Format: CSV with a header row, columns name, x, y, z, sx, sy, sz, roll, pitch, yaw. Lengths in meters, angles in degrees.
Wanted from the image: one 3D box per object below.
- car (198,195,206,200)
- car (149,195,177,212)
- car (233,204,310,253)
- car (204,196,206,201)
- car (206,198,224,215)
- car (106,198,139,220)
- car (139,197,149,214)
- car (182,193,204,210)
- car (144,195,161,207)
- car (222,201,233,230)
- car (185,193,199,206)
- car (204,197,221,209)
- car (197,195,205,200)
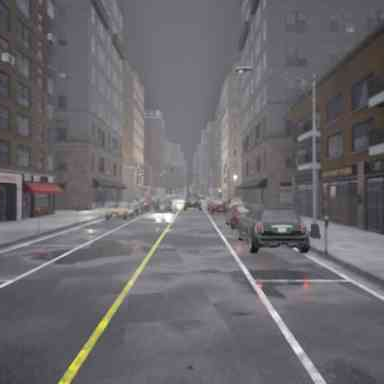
name,x,y,z,sx,sy,sz,roll,pitch,yaw
car,2.583,1.416,87.960,1.887,1.381,4.507,0,0,-1
car,-3.073,1.412,36.728,2.128,1.511,4.902,0,0,0
car,3.121,1.317,13.640,2.097,1.767,4.553,0,0,0
car,2.695,1.461,38.542,1.887,1.381,4.507,0,0,0
car,2.694,1.470,33.050,1.887,1.381,4.507,0,0,0
car,-5.836,1.462,27.383,1.752,1.417,4.829,0,0,0
car,-5.834,1.477,33.046,2.008,1.369,4.403,0,0,0
car,0.102,1.268,41.060,2.097,1.767,4.553,0,0,0
car,-5.825,1.342,49.525,1.967,1.590,4.097,0,0,0
car,3.160,1.475,20.671,1.812,1.442,4.674,0,0,0
car,0.038,1.119,52.312,2.150,2.045,5.566,0,0,0
car,2.697,1.459,44.033,2.008,1.369,4.403,0,0,0
car,2.534,1.438,93.467,1.947,1.339,4.313,0,0,-1
